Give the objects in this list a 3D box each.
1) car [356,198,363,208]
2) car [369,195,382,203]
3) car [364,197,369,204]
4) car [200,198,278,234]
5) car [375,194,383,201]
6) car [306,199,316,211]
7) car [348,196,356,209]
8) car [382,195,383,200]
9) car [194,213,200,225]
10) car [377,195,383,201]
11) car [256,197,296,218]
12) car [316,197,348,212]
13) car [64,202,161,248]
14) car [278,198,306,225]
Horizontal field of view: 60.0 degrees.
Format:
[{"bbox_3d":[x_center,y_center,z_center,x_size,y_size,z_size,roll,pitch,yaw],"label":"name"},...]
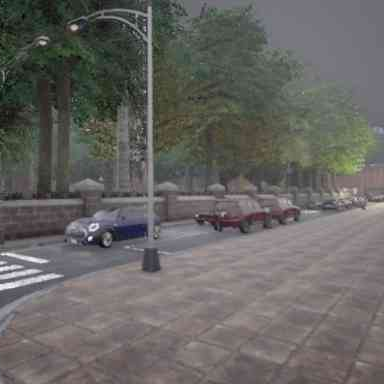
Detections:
[{"bbox_3d":[22.675,1.381,47.331,1.967,1.590,4.097,0,0,35],"label":"car"},{"bbox_3d":[35.836,1.443,65.829,1.887,1.381,4.507,0,0,35],"label":"car"},{"bbox_3d":[25.966,1.512,51.955,1.802,1.307,4.206,0,0,35],"label":"car"},{"bbox_3d":[2.935,1.327,19.584,2.192,1.841,5.009,0,0,35],"label":"car"},{"bbox_3d":[43.847,1.312,77.053,1.967,1.590,4.097,0,0,35],"label":"car"},{"bbox_3d":[14.359,1.547,40.276,1.994,1.385,4.181,-1,0,36],"label":"car"},{"bbox_3d":[19.386,1.534,42.706,1.802,1.307,4.206,0,0,35],"label":"car"},{"bbox_3d":[39.126,1.453,70.453,1.947,1.339,4.313,0,0,35],"label":"car"},{"bbox_3d":[2.152,1.628,23.206,1.895,1.301,4.718,-1,0,35],"label":"car"},{"bbox_3d":[45.745,1.392,79.740,1.752,1.417,4.829,0,0,35],"label":"car"},{"bbox_3d":[8.006,1.358,31.425,2.097,1.767,4.553,-1,0,36],"label":"car"},{"bbox_3d":[16.096,1.529,38.082,1.947,1.339,4.313,0,0,35],"label":"car"},{"bbox_3d":[-3.497,1.401,15.238,2.097,1.767,4.553,-1,0,35],"label":"car"},{"bbox_3d":[6.225,1.314,24.209,2.192,1.841,5.009,0,0,35],"label":"car"}]
